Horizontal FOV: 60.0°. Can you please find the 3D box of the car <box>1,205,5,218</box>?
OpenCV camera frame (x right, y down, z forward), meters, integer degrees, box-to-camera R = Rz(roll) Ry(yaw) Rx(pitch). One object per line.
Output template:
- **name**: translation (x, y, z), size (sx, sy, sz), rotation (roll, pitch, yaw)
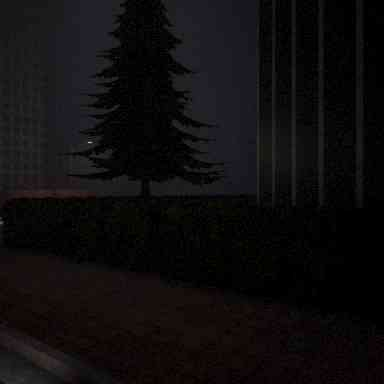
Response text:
- **car**: translation (-13.066, 1.560, 28.373), size (1.837, 1.490, 4.892), rotation (0, 0, 36)
